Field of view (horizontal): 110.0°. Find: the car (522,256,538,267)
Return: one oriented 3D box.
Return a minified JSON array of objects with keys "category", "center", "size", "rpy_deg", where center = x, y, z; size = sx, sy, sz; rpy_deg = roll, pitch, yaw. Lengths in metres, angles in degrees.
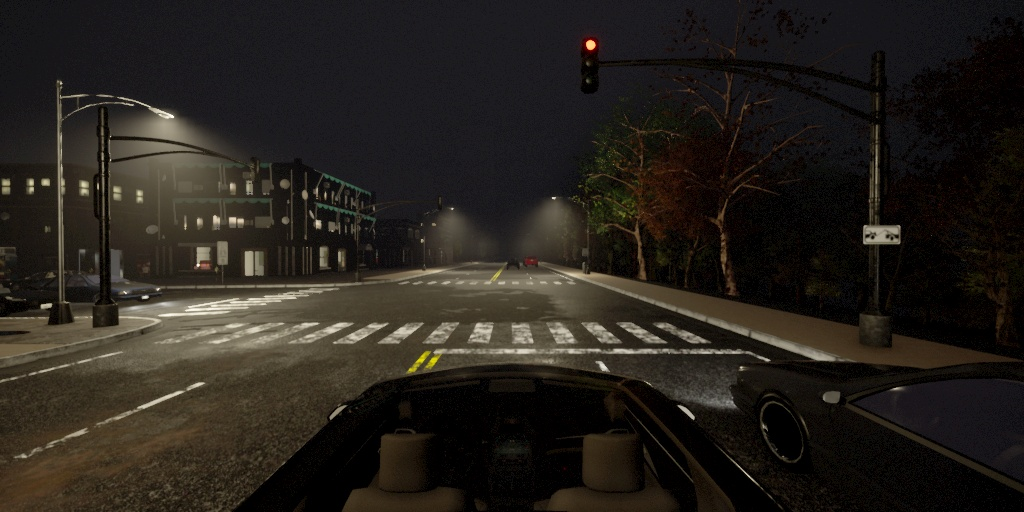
[{"category":"car","center":[3.440,0.944,63.902],"size":[2.150,2.045,5.566],"rpy_deg":[0,0,0]}]

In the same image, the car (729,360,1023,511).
[{"category":"car","center":[3.326,1.297,1.696],"size":[2.033,1.411,5.357],"rpy_deg":[0,0,3]}]

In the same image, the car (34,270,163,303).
[{"category":"car","center":[-19.282,1.510,16.413],"size":[5.357,1.411,2.033],"rpy_deg":[-1,1,3]}]

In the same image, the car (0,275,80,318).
[{"category":"car","center":[-19.931,1.564,13.688],"size":[4.313,1.339,1.948],"rpy_deg":[0,0,0]}]

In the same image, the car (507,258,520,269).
[{"category":"car","center":[0.181,1.233,56.225],"size":[1.837,1.490,4.892],"rpy_deg":[0,0,0]}]
